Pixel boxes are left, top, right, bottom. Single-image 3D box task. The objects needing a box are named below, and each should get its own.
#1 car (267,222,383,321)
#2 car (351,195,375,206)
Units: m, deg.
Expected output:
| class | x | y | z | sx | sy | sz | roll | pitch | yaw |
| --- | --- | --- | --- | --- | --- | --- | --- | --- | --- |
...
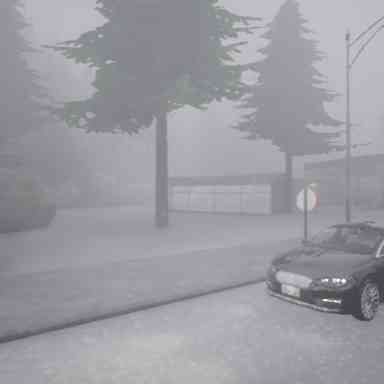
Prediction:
| class | x | y | z | sx | sy | sz | roll | pitch | yaw |
| --- | --- | --- | --- | --- | --- | --- | --- | --- | --- |
| car | 3.722 | 1.451 | 7.259 | 4.902 | 1.511 | 2.128 | 0 | 0 | -35 |
| car | 23.446 | 1.149 | 45.626 | 3.633 | 1.501 | 1.845 | 0 | 0 | -35 |
